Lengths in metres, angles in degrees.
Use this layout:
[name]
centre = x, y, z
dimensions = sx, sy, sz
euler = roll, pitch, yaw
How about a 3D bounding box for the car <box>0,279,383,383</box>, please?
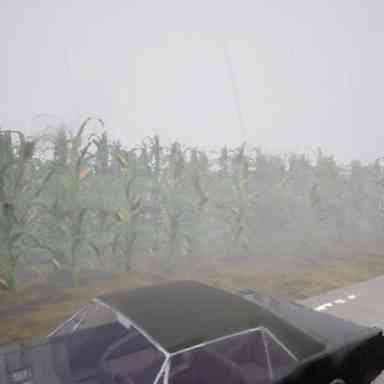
[car]
centre = -0.435, 1.599, 2.758
dimensions = 4.718, 1.301, 1.895
euler = 0, 0, -36
